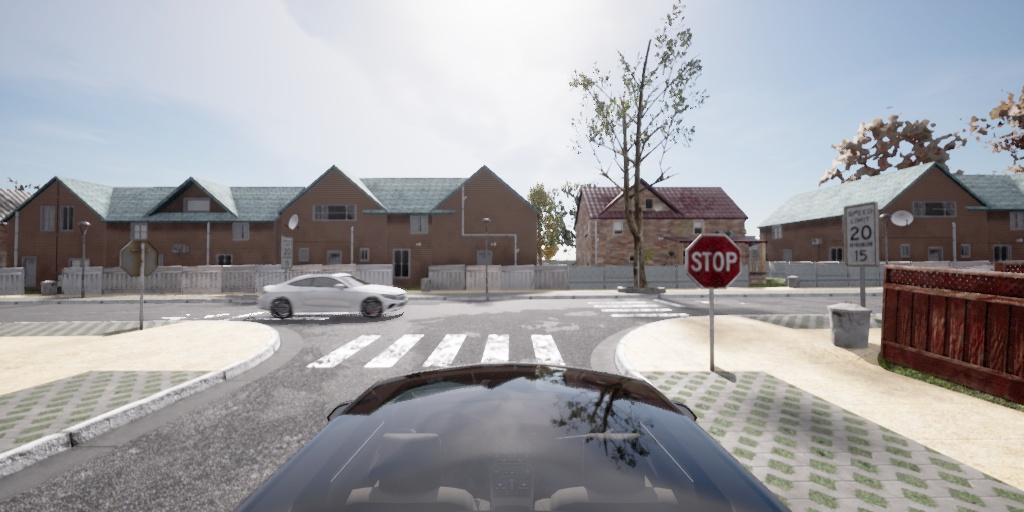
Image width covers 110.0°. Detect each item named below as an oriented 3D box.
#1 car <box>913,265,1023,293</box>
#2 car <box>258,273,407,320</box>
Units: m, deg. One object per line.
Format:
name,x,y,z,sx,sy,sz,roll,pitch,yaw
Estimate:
car,19.642,1.103,14.970,4.674,1.442,1.812,-1,-1,0
car,-5.959,1.300,12.143,4.674,1.442,1.812,0,-1,0
